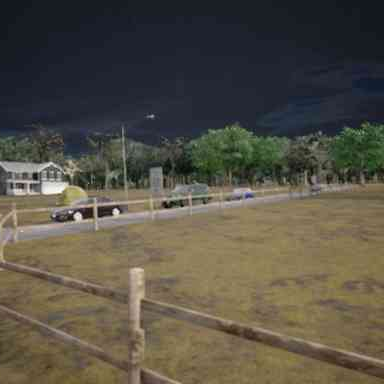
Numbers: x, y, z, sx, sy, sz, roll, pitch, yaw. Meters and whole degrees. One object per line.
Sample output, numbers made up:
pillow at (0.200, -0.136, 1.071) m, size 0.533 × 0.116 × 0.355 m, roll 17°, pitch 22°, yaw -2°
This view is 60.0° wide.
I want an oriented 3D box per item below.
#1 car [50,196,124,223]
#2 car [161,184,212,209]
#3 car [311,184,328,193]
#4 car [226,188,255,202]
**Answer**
car at (-6.517, 1.047, 21.049) m, size 1.837 × 1.490 × 4.892 m, roll -3°, pitch 1°, yaw 36°
car at (-0.372, 0.360, 29.651) m, size 2.150 × 2.045 × 5.566 m, roll -3°, pitch 1°, yaw 36°
car at (20.547, -0.660, 53.823) m, size 1.994 × 1.385 × 4.181 m, roll -3°, pitch 1°, yaw 36°
car at (5.633, 0.265, 38.001) m, size 1.812 × 1.442 × 4.674 m, roll -3°, pitch 1°, yaw 36°
